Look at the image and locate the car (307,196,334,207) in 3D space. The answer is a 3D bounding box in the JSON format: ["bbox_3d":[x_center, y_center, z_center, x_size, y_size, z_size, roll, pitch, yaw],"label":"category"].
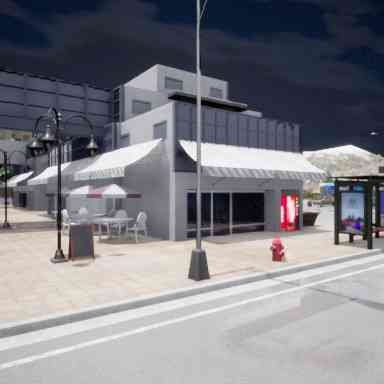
[{"bbox_3d":[19.184,1.345,48.811,5.027,1.636,2.152,0,0,-36],"label":"car"}]

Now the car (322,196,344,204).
[{"bbox_3d":[28.470,1.490,66.923,4.514,1.523,2.007,0,0,-36],"label":"car"}]
